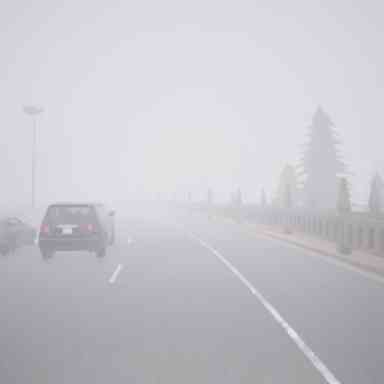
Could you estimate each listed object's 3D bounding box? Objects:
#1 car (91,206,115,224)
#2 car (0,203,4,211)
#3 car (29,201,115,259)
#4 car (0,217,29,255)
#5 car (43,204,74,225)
[{"bbox_3d":[-7.997,1.958,29.588,1.895,1.301,4.718,0,-1,-17],"label":"car"},{"bbox_3d":[-30.535,2.346,51.938,1.895,1.301,4.718,0,-1,-34],"label":"car"},{"bbox_3d":[-4.427,1.380,13.504,2.150,2.045,5.566,0,0,-8],"label":"car"},{"bbox_3d":[-8.037,1.728,13.940,1.994,1.385,4.181,0,-1,-8],"label":"car"},{"bbox_3d":[-11.439,1.847,28.862,2.128,1.511,4.902,0,-1,-17],"label":"car"}]
